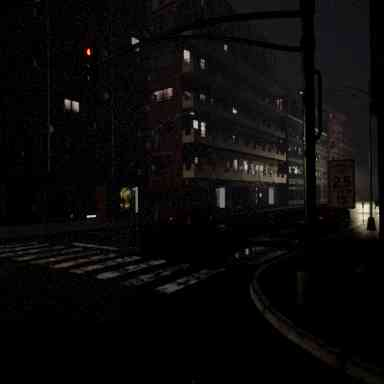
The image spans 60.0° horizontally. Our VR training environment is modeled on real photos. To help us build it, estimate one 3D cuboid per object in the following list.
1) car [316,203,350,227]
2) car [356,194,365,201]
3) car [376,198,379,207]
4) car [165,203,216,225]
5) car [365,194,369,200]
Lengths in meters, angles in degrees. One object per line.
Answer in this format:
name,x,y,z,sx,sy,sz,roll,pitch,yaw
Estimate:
car,8.882,1.372,21.305,1.887,1.381,4.507,-1,0,36
car,35.651,1.293,72.136,1.802,1.307,4.206,-1,0,36
car,25.702,1.229,44.410,1.752,1.417,4.829,-1,0,36
car,-0.044,1.515,23.697,1.887,1.381,4.507,-1,0,36
car,42.373,1.231,81.300,1.947,1.339,4.313,-1,0,36
